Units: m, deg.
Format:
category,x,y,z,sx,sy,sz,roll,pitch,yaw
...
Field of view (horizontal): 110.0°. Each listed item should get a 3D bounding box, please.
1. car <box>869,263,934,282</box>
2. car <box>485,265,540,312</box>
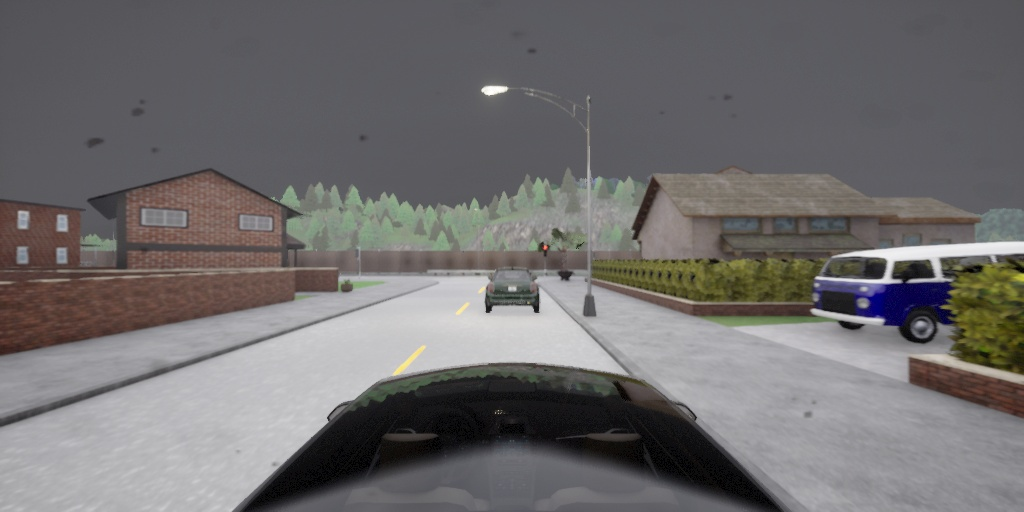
category,x,y,z,sx,sy,sz,roll,pitch,yaw
car,40.681,1.702,37.517,4.181,1.385,1.994,0,-1,0
car,0.029,1.248,15.262,2.097,1.767,4.553,0,-1,0
